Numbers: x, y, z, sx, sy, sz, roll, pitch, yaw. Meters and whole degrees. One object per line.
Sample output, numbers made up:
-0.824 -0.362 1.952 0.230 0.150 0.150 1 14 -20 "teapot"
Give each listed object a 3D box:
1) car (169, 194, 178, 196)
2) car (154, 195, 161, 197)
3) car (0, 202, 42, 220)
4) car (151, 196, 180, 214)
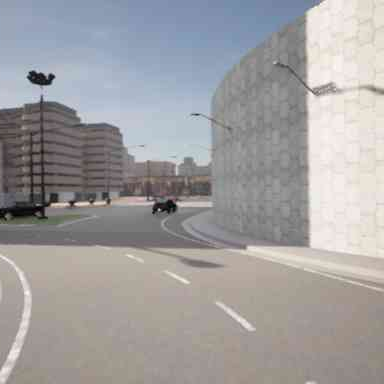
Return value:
-4.240 1.317 73.305 2.097 1.767 4.553 -1 0 15 "car"
-7.633 1.512 74.155 1.837 1.490 4.892 -1 0 15 "car"
-16.090 1.680 30.686 1.882 1.535 5.008 -1 0 22 "car"
-2.792 1.498 35.228 1.837 1.490 4.892 -1 0 10 "car"
